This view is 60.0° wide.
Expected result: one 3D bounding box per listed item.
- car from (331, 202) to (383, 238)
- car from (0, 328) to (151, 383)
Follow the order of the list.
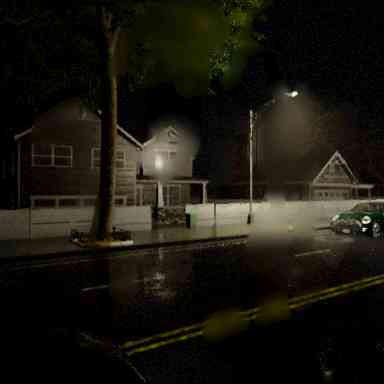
[{"bbox_3d":[9.415,1.319,17.497,4.553,1.767,2.097,0,0,-33],"label":"car"},{"bbox_3d":[-2.505,1.507,1.635,4.892,1.490,1.837,0,0,-33],"label":"car"}]
